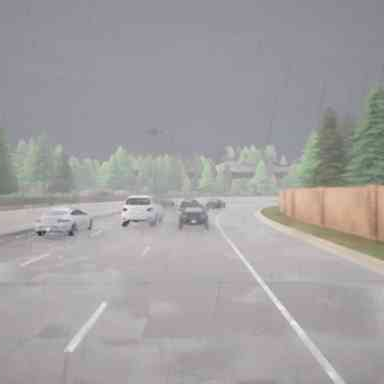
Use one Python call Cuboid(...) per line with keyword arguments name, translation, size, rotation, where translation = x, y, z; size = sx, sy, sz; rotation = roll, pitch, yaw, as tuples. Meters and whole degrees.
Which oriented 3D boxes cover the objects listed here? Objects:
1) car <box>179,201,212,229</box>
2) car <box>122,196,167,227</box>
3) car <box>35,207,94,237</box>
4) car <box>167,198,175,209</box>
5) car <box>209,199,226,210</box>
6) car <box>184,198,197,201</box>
Cuboid(name="car", translation=(0.165, 1.568, 21.879), size=(1.812, 1.442, 4.674), rotation=(0, 0, 2))
Cuboid(name="car", translation=(-3.334, 1.264, 23.348), size=(2.150, 2.045, 5.566), rotation=(0, 0, 2))
Cuboid(name="car", translation=(-6.894, 1.556, 18.306), size=(1.812, 1.442, 4.674), rotation=(0, 0, 1))
Cuboid(name="car", translation=(-3.788, 1.576, 45.468), size=(2.128, 1.511, 4.902), rotation=(-1, 0, 16))
Cuboid(name="car", translation=(3.276, 1.614, 44.931), size=(1.812, 1.442, 4.674), rotation=(-1, 0, 17))
Cuboid(name="car", translation=(-0.173, 1.613, 45.507), size=(1.812, 1.442, 4.674), rotation=(-1, 0, 17))
